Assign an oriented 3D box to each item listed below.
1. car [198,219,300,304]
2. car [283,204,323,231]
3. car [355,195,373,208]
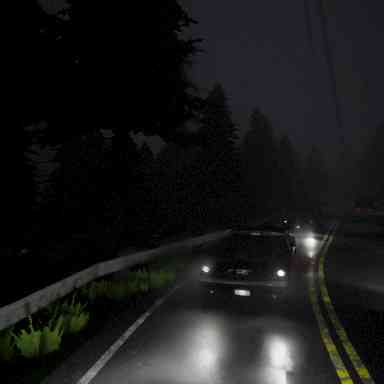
[{"bbox_3d":[1.641,1.599,8.438,1.895,1.301,4.718,-1,0,18],"label":"car"},{"bbox_3d":[6.821,1.459,20.155,2.033,1.411,5.357,-2,0,26],"label":"car"},{"bbox_3d":[20.815,1.057,40.173,2.128,1.511,4.902,-2,0,28],"label":"car"}]
